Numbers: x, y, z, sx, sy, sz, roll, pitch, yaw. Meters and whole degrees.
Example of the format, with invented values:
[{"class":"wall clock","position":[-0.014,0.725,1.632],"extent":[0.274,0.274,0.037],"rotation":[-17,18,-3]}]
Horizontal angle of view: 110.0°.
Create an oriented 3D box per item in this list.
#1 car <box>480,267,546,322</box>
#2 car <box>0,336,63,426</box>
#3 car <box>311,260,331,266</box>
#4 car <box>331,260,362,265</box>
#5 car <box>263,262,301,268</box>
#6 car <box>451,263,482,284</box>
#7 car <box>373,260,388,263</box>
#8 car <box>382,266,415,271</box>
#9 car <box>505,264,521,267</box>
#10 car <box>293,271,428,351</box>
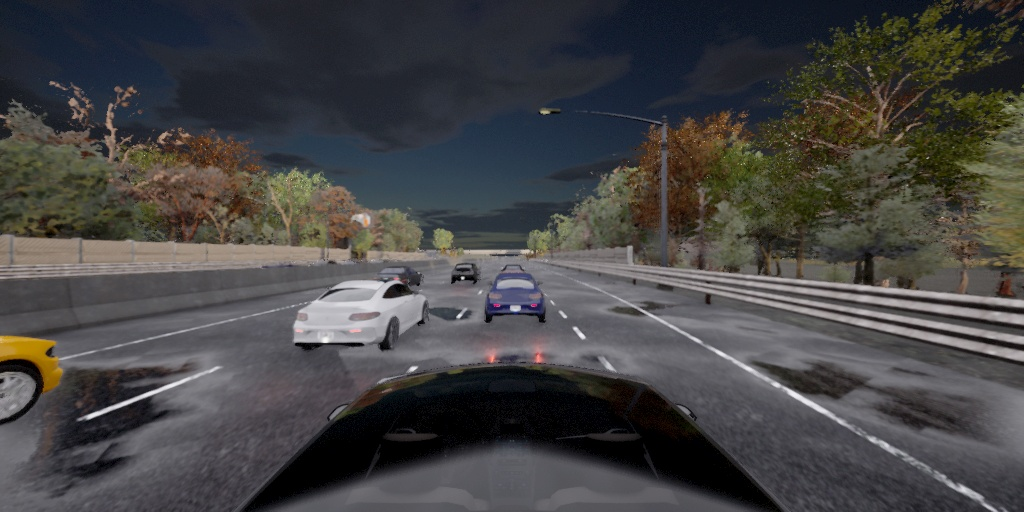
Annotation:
[{"class":"car","position":[0.095,1.283,12.232],"extent":[1.812,1.442,4.674],"rotation":[0,0,0]},{"class":"car","position":[-6.903,1.228,2.615],"extent":[1.882,1.535,5.008],"rotation":[0,0,0]},{"class":"car","position":[-24.598,1.312,47.116],"extent":[1.837,1.490,4.892],"rotation":[0,0,0]},{"class":"car","position":[-21.104,1.356,47.036],"extent":[2.033,1.411,5.357],"rotation":[0,0,0]},{"class":"car","position":[-28.101,1.404,43.858],"extent":[1.895,1.301,4.718],"rotation":[0,0,0]},{"class":"car","position":[-3.412,1.280,27.247],"extent":[1.837,1.490,4.892],"rotation":[0,0,0]},{"class":"car","position":[-17.602,1.313,47.477],"extent":[1.837,1.490,4.892],"rotation":[0,0,0]},{"class":"car","position":[-6.909,1.316,22.024],"extent":[2.033,1.411,5.357],"rotation":[0,0,0]},{"class":"car","position":[0.089,1.340,27.859],"extent":[1.994,1.385,4.181],"rotation":[0,0,0]},{"class":"car","position":[-3.404,1.280,8.856],"extent":[1.812,1.442,4.674],"rotation":[0,0,0]}]
